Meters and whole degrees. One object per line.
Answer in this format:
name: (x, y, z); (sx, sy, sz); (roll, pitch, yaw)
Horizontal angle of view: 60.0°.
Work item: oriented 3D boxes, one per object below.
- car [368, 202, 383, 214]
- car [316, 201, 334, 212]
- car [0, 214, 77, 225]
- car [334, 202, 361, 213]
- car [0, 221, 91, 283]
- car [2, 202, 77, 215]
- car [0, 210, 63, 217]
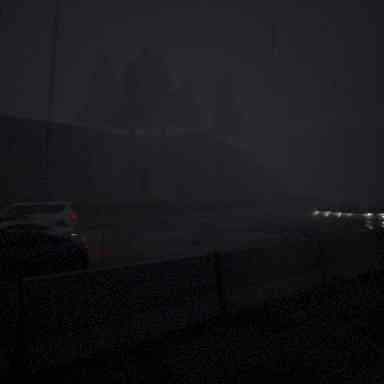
car: (23.504, 1.935, 41.660); (1.812, 1.442, 4.674); (-1, -1, 37)
car: (19.333, 2.037, 47.806); (1.837, 1.490, 4.892); (-1, -1, 37)
car: (-6.600, 1.767, 12.236); (4.674, 1.442, 1.812); (0, -1, -36)
car: (20.795, 2.011, 43.813); (2.033, 1.411, 5.357); (-1, -1, 38)
car: (-4.992, 1.746, 9.113); (4.181, 1.385, 1.994); (0, -1, -36)
car: (-9.394, 1.584, 18.842); (5.566, 2.045, 2.150); (0, -1, -36)
car: (-8.751, 1.805, 15.008); (4.892, 1.490, 1.837); (0, -1, -36)
